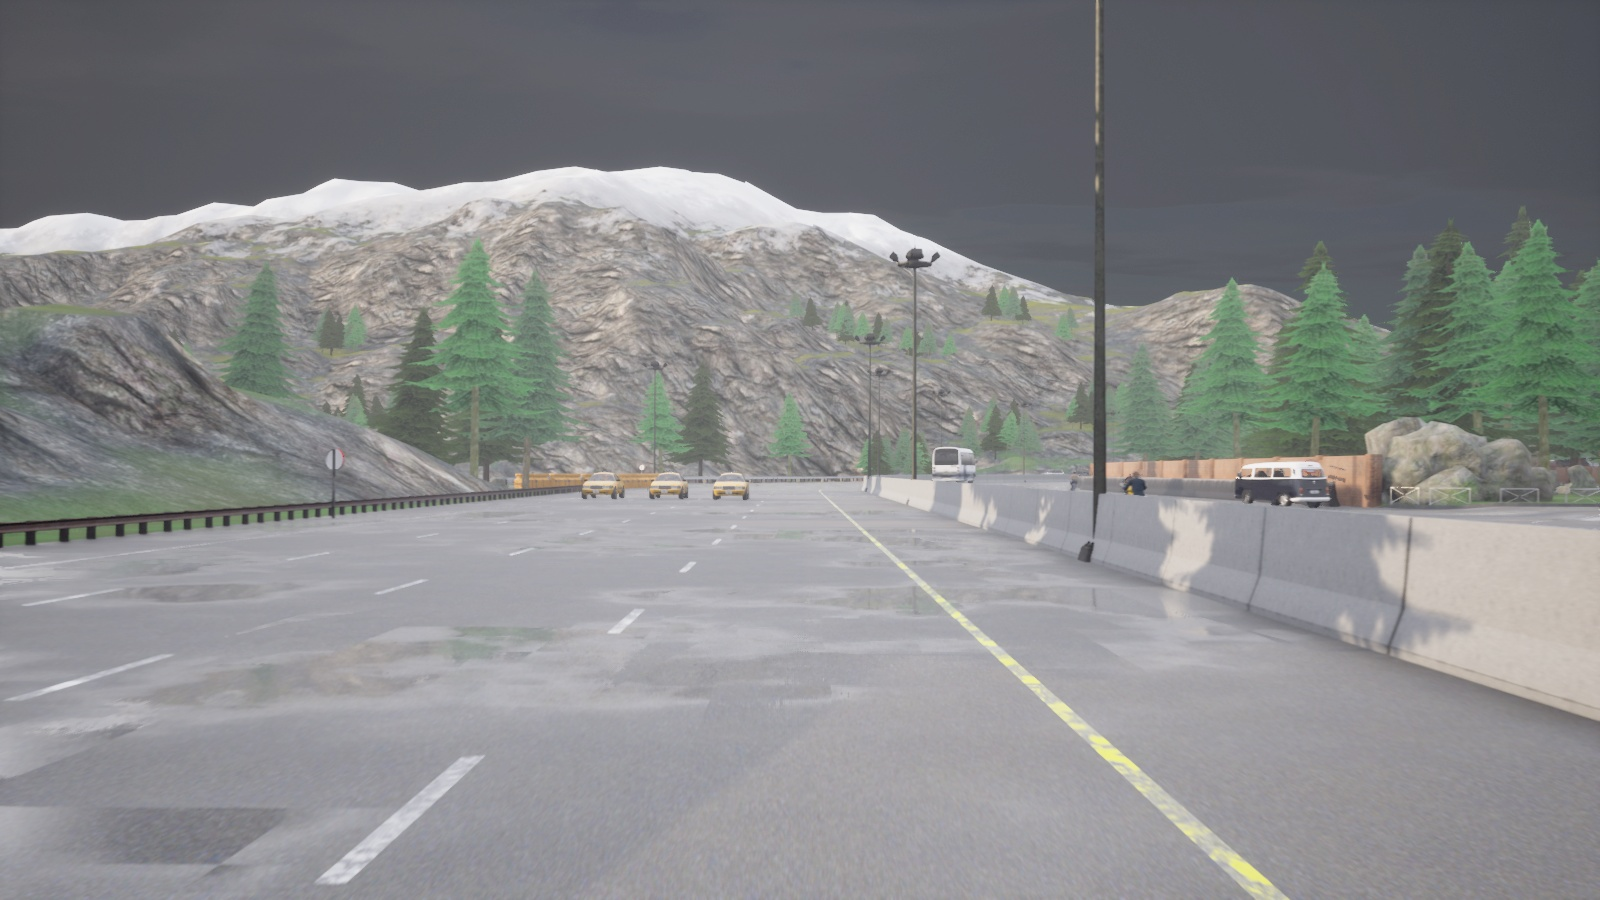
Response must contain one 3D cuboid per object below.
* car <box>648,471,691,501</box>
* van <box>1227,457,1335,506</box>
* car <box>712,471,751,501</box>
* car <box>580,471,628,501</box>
[{"bbox_3d":[-7.168,1.942,69.306,1.801,1.575,5.366,0,-1,0],"label":"car"},{"bbox_3d":[21.151,1.381,55.432,2.069,2.038,4.480,-1,-1,-17],"label":"van"},{"bbox_3d":[-3.664,1.901,67.653,1.801,1.575,5.366,0,-1,0],"label":"car"},{"bbox_3d":[-10.666,1.944,68.542,1.801,1.575,5.366,0,-1,0],"label":"car"}]
